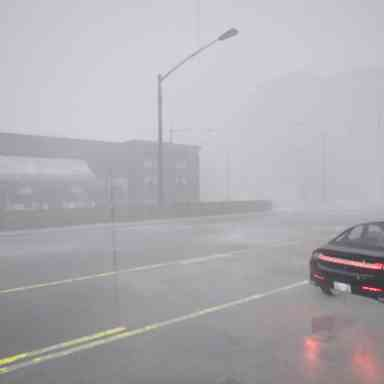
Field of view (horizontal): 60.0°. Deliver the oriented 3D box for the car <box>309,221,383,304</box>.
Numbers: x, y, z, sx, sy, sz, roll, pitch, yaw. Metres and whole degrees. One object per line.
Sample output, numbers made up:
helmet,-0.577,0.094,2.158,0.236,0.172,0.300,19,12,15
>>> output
car,4.523,1.377,7.125,4.902,1.511,2.128,-1,1,-36
